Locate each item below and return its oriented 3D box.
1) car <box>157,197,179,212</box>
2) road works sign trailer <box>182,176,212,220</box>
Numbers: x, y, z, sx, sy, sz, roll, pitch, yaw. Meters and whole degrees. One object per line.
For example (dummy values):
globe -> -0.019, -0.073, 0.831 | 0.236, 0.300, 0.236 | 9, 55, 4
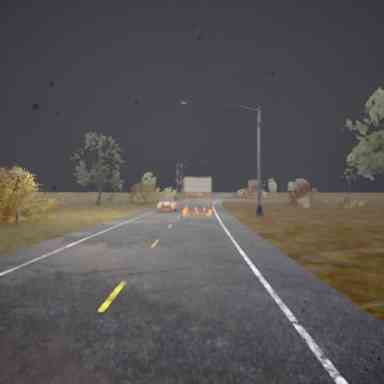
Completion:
car -> -2.681, 1.339, 38.016 | 2.097, 1.767, 4.553 | 0, 0, 3
road works sign trailer -> 0.446, 0.457, 27.077 | 2.380, 3.560, 2.880 | 0, 0, 2
